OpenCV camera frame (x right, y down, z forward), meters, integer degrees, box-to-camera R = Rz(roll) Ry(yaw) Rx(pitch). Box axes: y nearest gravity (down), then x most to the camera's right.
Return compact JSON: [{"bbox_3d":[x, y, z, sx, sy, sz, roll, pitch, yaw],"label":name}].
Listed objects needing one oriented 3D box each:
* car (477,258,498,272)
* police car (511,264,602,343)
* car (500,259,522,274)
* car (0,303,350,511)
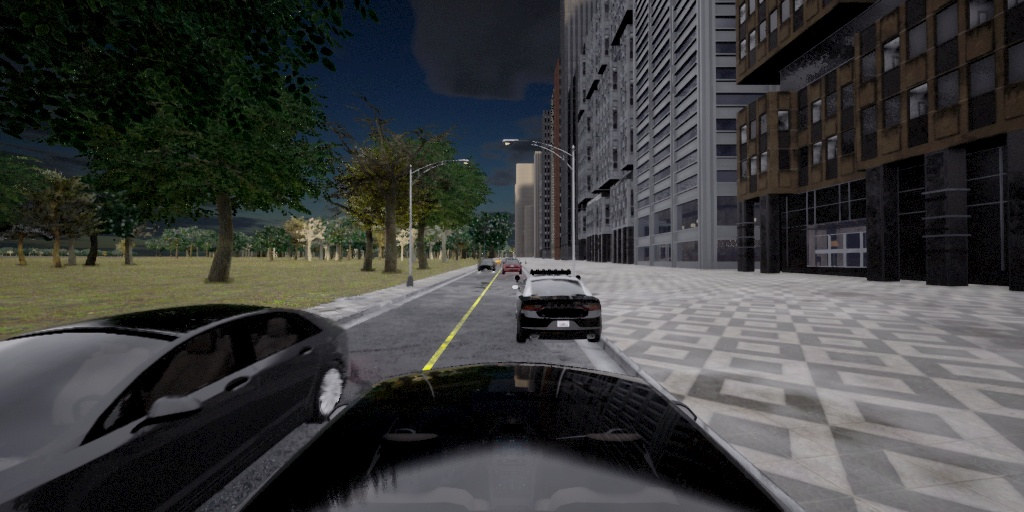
[{"bbox_3d":[-3.168,1.052,45.201,2.097,1.767,4.553,0,0,0],"label":"car"},{"bbox_3d":[1.038,1.174,9.859,1.930,1.638,5.238,0,0,0],"label":"police car"},{"bbox_3d":[0.018,1.063,39.647,2.097,1.767,4.553,0,0,0],"label":"car"},{"bbox_3d":[-3.102,1.255,2.967,1.837,1.490,4.892,0,0,0],"label":"car"}]
